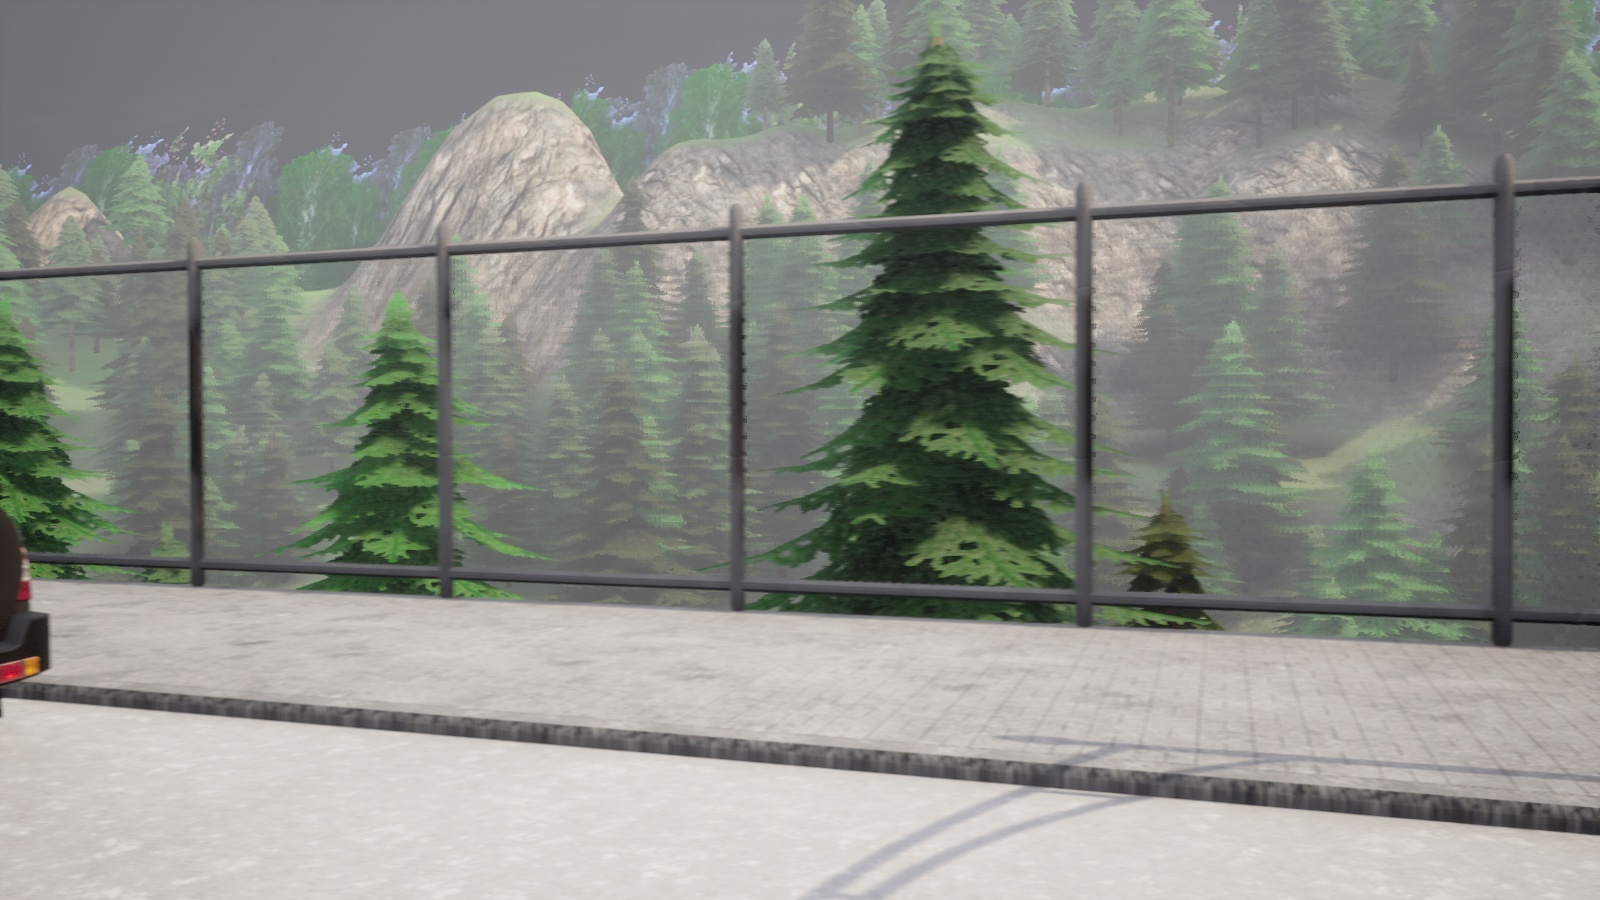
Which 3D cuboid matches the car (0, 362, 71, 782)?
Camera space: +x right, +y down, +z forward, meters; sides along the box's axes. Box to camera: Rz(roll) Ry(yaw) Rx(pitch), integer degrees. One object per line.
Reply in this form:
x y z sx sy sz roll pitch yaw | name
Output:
-5.913 0.530 5.705 4.605 1.855 1.932 1 1 19 | car
